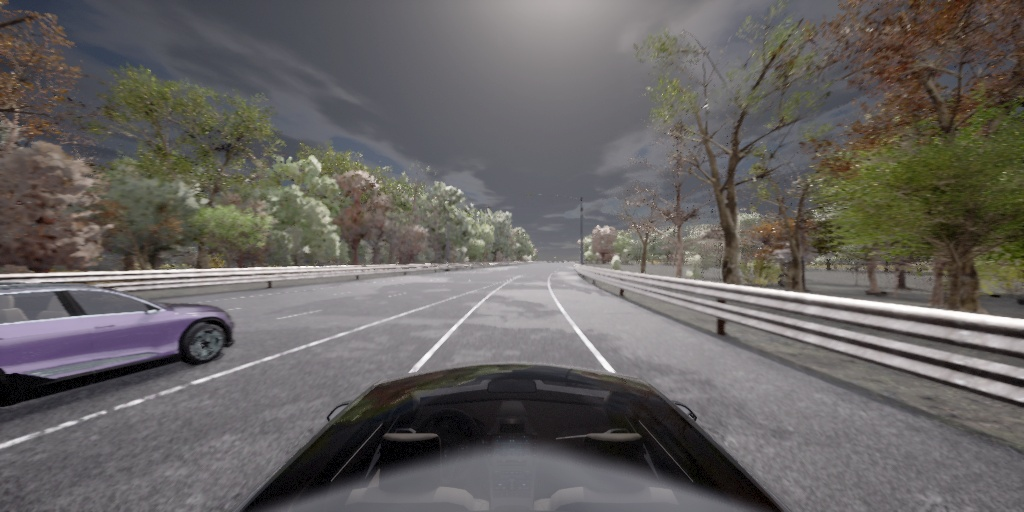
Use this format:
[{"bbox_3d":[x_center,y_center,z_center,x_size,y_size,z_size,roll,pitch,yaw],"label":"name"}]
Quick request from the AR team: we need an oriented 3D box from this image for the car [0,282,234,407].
[{"bbox_3d":[-6.853,1.181,5.341,2.033,1.649,4.856,0,-1,9],"label":"car"}]
